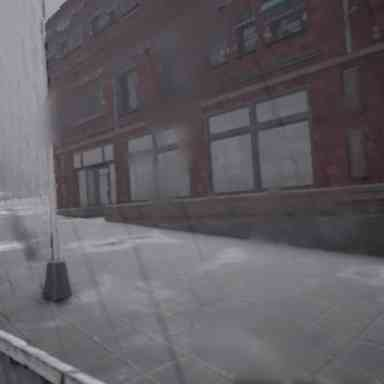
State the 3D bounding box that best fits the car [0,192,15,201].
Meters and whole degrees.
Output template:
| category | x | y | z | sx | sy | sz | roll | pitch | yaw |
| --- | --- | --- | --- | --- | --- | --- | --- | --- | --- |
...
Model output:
| category | x | y | z | sx | sy | sz | roll | pitch | yaw |
| --- | --- | --- | --- | --- | --- | --- | --- | --- | --- |
| car | -33.981 | 0.830 | 59.902 | 1.837 | 1.490 | 4.892 | -5 | 2 | 3 |
